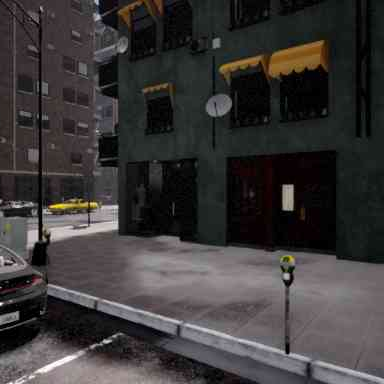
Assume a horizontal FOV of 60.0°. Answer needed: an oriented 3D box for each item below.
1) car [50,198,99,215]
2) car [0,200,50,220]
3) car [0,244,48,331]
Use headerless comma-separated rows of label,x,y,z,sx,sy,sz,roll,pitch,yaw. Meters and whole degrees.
car,-10.845,1.250,30.412,1.752,1.417,4.829,1,1,35
car,-13.932,1.350,25.986,2.008,1.369,4.403,1,1,35
car,-4.360,1.551,5.980,4.403,1.369,2.008,0,0,35
